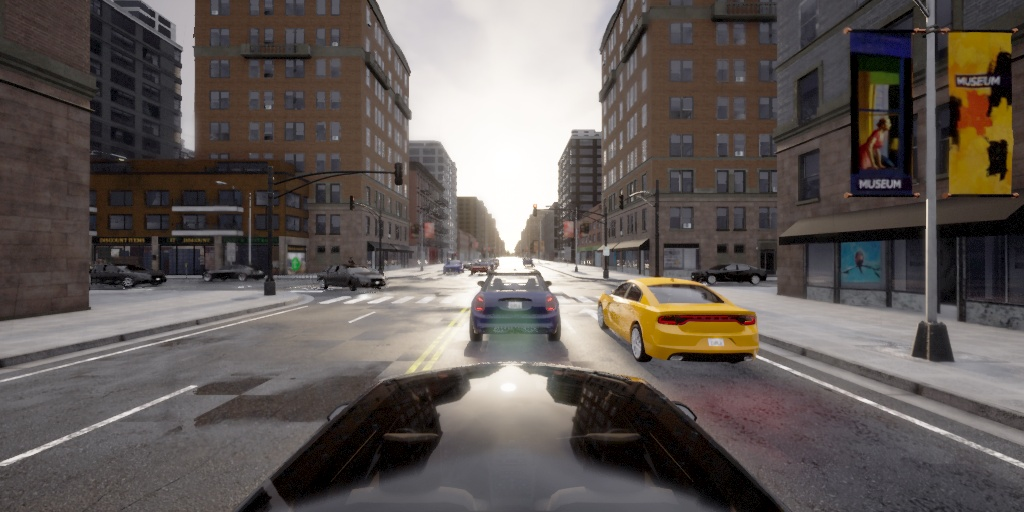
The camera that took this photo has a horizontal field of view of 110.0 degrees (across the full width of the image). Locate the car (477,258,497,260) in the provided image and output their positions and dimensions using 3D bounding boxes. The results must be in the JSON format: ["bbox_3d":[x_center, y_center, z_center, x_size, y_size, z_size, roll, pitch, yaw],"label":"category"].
[{"bbox_3d":[-3.428,1.099,48.226,2.097,1.767,4.553,0,0,0],"label":"car"}]

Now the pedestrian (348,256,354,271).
[{"bbox_3d":[-14.194,0.920,31.521,0.375,1.860,0.375,0,0,0],"label":"pedestrian"}]

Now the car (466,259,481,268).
[{"bbox_3d":[-6.679,1.234,62.456,2.128,1.511,4.902,0,0,0],"label":"car"}]

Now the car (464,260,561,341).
[{"bbox_3d":[0.076,1.102,10.009,2.097,1.767,4.553,0,0,0],"label":"car"}]

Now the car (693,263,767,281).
[{"bbox_3d":[15.839,1.268,26.363,5.008,1.535,1.882,0,0,1],"label":"car"}]

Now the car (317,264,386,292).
[{"bbox_3d":[-9.441,1.246,21.045,4.892,1.490,1.837,-1,-2,32],"label":"car"}]

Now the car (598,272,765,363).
[{"bbox_3d":[3.314,1.228,8.209,1.882,1.535,5.008,0,0,1],"label":"car"}]

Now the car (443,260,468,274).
[{"bbox_3d":[-6.665,1.226,41.293,1.882,1.535,5.008,0,0,0],"label":"car"}]

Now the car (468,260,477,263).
[{"bbox_3d":[-3.415,1.350,39.319,1.895,1.301,4.718,0,0,0],"label":"car"}]

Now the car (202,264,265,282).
[{"bbox_3d":[-22.172,1.330,28.671,4.313,1.339,1.948,0,0,0],"label":"car"}]

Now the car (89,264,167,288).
[{"bbox_3d":[-25.317,1.246,23.196,4.892,1.490,1.837,0,0,0],"label":"car"}]
